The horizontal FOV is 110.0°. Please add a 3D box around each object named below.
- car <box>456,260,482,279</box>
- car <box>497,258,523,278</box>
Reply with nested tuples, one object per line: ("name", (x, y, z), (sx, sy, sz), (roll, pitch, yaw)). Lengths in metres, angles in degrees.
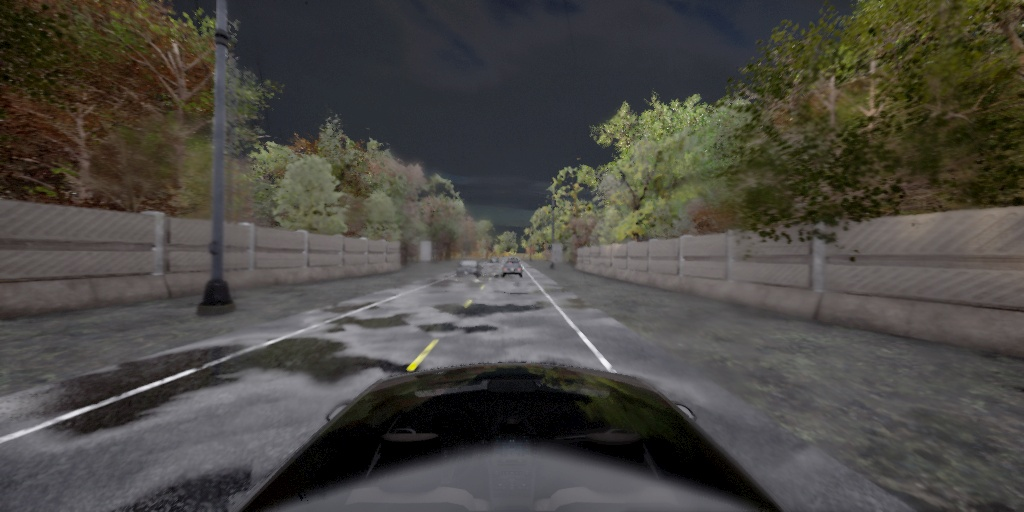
("car", (-3.549, 1.074, 30.454), (1.812, 1.442, 4.674), (3, 0, 0))
("car", (0.026, 1.175, 32.558), (2.033, 1.411, 5.357), (1, 0, 0))
